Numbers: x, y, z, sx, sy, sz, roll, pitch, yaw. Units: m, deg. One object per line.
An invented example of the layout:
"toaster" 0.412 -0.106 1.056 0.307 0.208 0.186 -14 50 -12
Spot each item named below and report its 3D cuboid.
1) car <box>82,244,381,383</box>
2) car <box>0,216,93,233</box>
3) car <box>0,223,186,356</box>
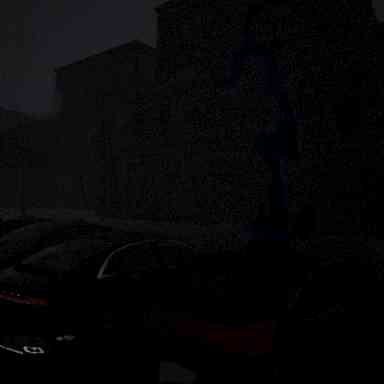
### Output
"car" 1.245 1.500 4.503 2.163 1.488 4.792 0 0 36
"car" -3.294 1.438 7.711 2.097 1.535 5.008 0 0 35
"car" -1.037 1.455 6.087 2.231 1.521 4.892 0 0 36
